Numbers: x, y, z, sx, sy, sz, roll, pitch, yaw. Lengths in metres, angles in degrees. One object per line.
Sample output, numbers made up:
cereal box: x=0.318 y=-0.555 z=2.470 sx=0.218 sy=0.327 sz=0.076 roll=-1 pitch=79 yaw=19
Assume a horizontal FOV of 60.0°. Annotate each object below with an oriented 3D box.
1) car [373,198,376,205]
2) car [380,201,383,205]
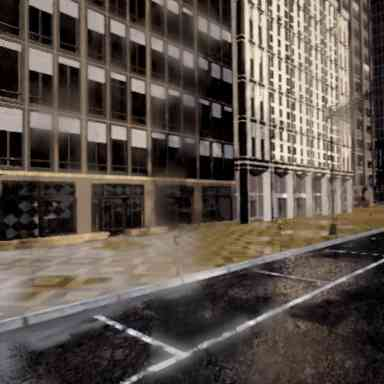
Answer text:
car: x=44.072 y=2.353 z=84.505 sx=2.192 sy=1.841 sz=5.009 roll=1 pitch=-2 yaw=-44
car: x=47.924 y=2.388 z=80.540 sx=1.967 sy=1.590 sz=4.097 roll=1 pitch=-2 yaw=-44
